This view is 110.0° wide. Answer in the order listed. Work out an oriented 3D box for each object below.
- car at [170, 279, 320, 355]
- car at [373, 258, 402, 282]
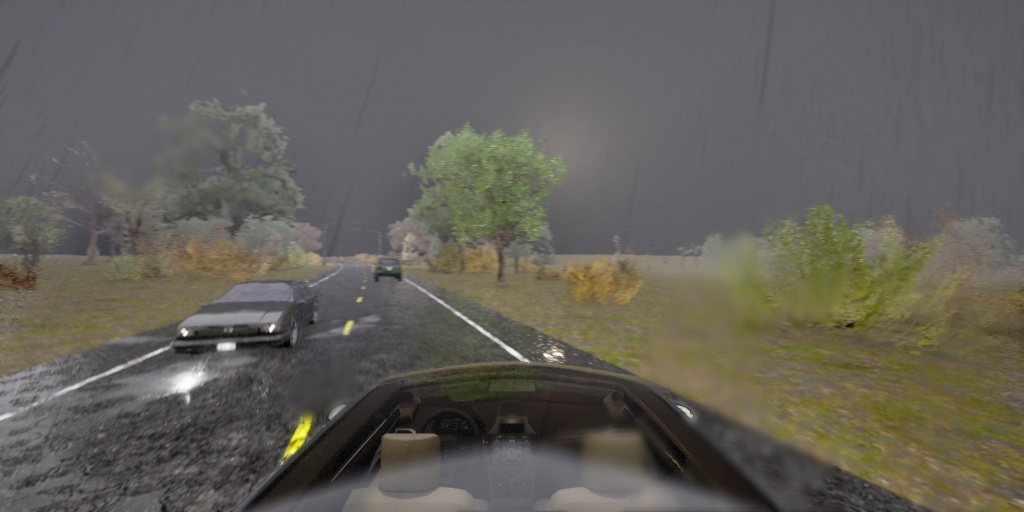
[{"bbox_3d":[-6.244,1.321,9.192,2.033,1.411,5.357,1,-1,-20],"label":"car"},{"bbox_3d":[-11.126,1.158,32.126,2.150,2.045,5.566,1,0,-22],"label":"car"}]
